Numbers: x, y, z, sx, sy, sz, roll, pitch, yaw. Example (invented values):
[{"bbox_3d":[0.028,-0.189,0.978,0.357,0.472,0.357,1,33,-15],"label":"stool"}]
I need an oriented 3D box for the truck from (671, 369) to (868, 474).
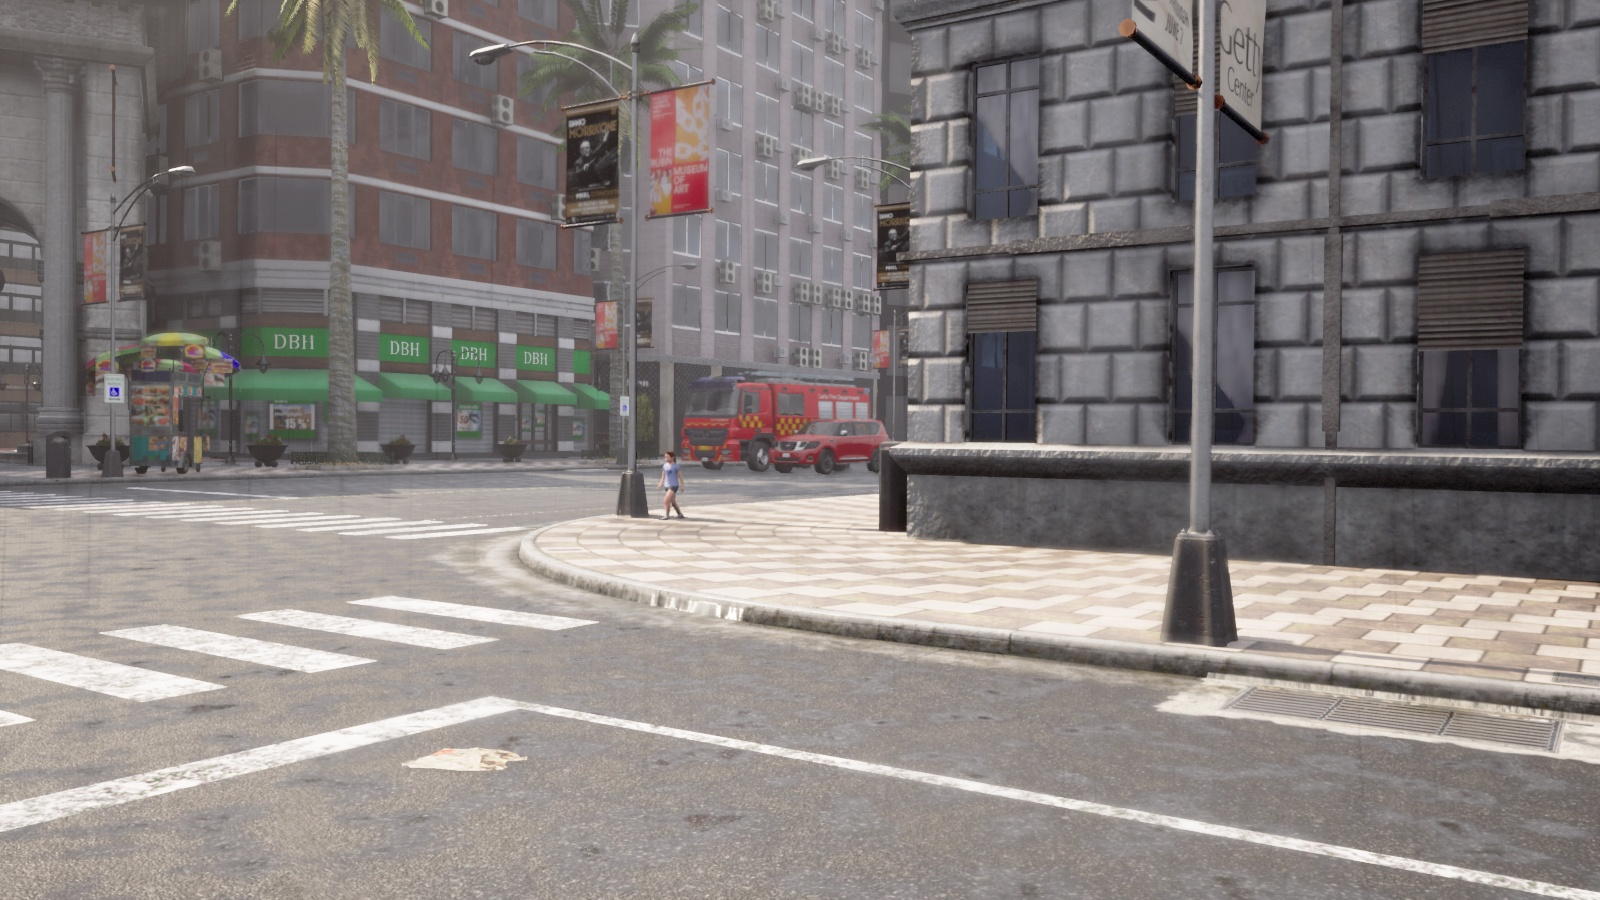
[{"bbox_3d":[-1.026,-1.101,49.600,2.891,3.827,8.468,0,1,40],"label":"truck"}]

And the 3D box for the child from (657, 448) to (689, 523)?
[{"bbox_3d":[-1.912,0.527,18.912,0.255,1.110,0.394,0,1,42],"label":"child"}]

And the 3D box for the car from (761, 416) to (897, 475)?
[{"bbox_3d":[1.170,-0.198,46.684,2.150,2.045,5.566,0,1,38],"label":"car"}]
